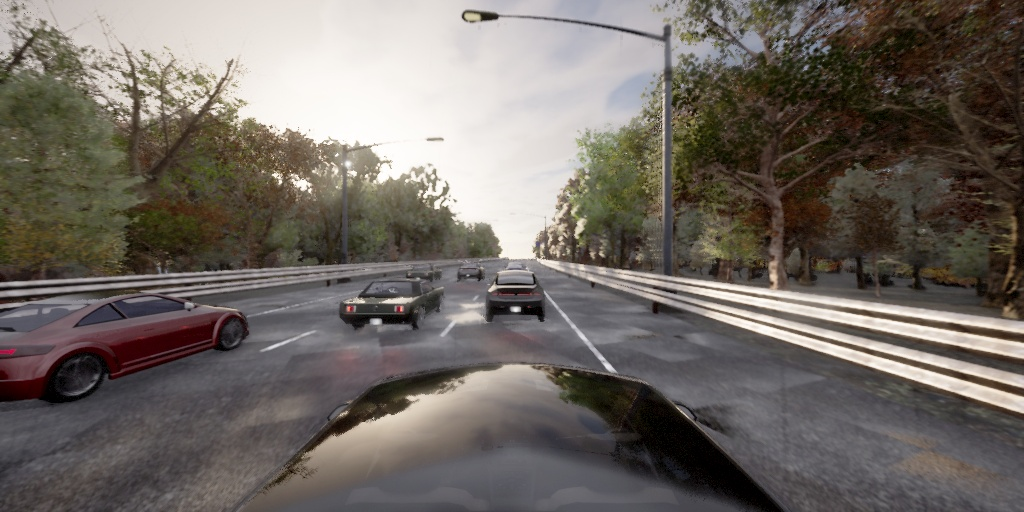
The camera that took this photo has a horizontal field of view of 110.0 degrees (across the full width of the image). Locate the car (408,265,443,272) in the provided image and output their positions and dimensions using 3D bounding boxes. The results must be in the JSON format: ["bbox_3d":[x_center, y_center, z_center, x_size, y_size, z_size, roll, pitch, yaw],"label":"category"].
[{"bbox_3d":[-6.770,1.364,28.267,1.895,1.301,4.718,0,0,1],"label":"car"}]

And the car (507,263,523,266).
[{"bbox_3d":[0.274,1.288,30.748,1.812,1.442,4.674,0,0,1],"label":"car"}]

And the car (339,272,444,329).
[{"bbox_3d":[-3.398,1.355,11.200,1.895,1.301,4.718,0,0,0],"label":"car"}]

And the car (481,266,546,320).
[{"bbox_3d":[0.115,1.260,12.567,1.837,1.490,4.892,0,0,0],"label":"car"}]

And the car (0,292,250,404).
[{"bbox_3d":[-6.892,1.315,6.335,1.994,1.385,4.181,0,0,0],"label":"car"}]

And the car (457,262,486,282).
[{"bbox_3d":[-3.247,1.254,29.220,2.128,1.511,4.902,0,0,1],"label":"car"}]
